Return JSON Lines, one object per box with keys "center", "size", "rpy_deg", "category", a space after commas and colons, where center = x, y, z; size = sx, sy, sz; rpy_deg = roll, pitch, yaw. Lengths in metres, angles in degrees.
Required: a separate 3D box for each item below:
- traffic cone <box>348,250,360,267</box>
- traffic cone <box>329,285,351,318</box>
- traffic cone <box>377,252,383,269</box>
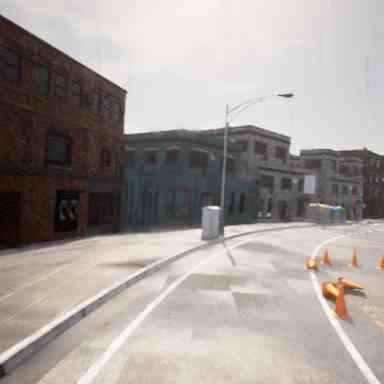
{"center": [6.041, 2.459, 12.389], "size": [0.340, 0.580, 0.340], "rpy_deg": [3, -1, 10], "category": "traffic cone"}
{"center": [3.048, 2.211, 6.823], "size": [0.340, 0.580, 0.340], "rpy_deg": [3, -1, 10], "category": "traffic cone"}
{"center": [7.024, 2.518, 12.217], "size": [0.340, 0.580, 0.340], "rpy_deg": [3, -1, 10], "category": "traffic cone"}
